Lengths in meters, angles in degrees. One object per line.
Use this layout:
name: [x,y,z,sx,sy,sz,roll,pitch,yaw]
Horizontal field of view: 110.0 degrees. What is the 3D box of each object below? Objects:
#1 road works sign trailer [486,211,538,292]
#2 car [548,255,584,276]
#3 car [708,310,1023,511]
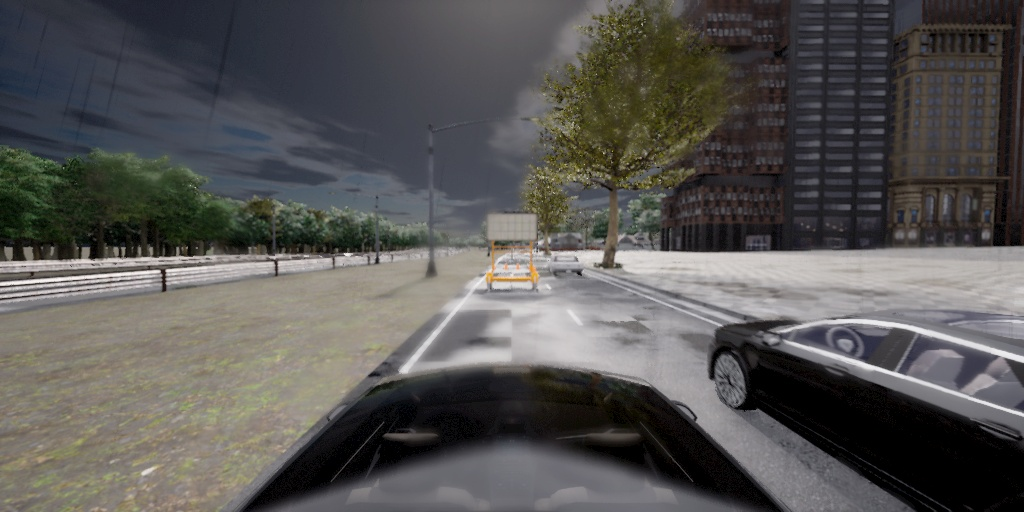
road works sign trailer: [0.006,-0.290,16.881,2.380,3.560,2.880,0,0,0]
car: [3.609,0.609,24.910,1.895,1.301,4.718,0,2,0]
car: [3.602,1.198,2.970,2.128,1.511,4.902,0,2,0]
